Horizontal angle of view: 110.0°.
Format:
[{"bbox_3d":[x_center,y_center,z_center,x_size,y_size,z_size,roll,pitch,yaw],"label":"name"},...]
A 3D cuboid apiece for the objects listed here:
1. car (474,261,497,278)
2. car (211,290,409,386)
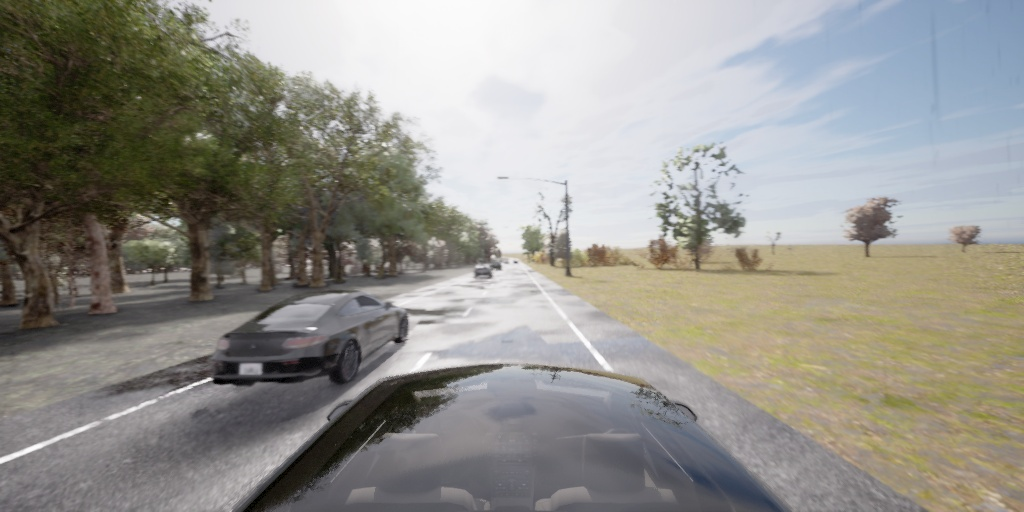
[{"bbox_3d":[-3.166,1.661,40.464,2.128,1.511,4.902,-1,0,1],"label":"car"},{"bbox_3d":[-3.547,1.405,7.209,1.812,1.442,4.674,-1,-1,1],"label":"car"}]
